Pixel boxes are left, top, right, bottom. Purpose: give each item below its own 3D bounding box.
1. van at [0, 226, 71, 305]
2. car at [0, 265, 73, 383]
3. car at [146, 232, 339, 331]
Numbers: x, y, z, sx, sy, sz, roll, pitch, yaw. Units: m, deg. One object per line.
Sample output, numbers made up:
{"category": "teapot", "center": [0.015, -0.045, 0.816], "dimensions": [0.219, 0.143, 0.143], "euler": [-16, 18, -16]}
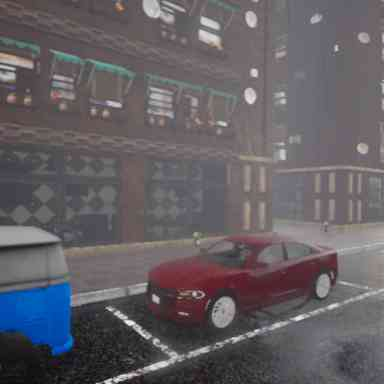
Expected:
{"category": "van", "center": [-3.393, 1.337, 3.626], "dimensions": [3.998, 1.788, 1.690], "euler": [0, 0, -35]}
{"category": "car", "center": [-2.971, 1.480, 0.956], "dimensions": [4.902, 1.511, 2.128], "euler": [0, 0, -35]}
{"category": "car", "center": [1.227, 1.573, 6.913], "dimensions": [4.507, 1.381, 1.887], "euler": [0, 0, -35]}
